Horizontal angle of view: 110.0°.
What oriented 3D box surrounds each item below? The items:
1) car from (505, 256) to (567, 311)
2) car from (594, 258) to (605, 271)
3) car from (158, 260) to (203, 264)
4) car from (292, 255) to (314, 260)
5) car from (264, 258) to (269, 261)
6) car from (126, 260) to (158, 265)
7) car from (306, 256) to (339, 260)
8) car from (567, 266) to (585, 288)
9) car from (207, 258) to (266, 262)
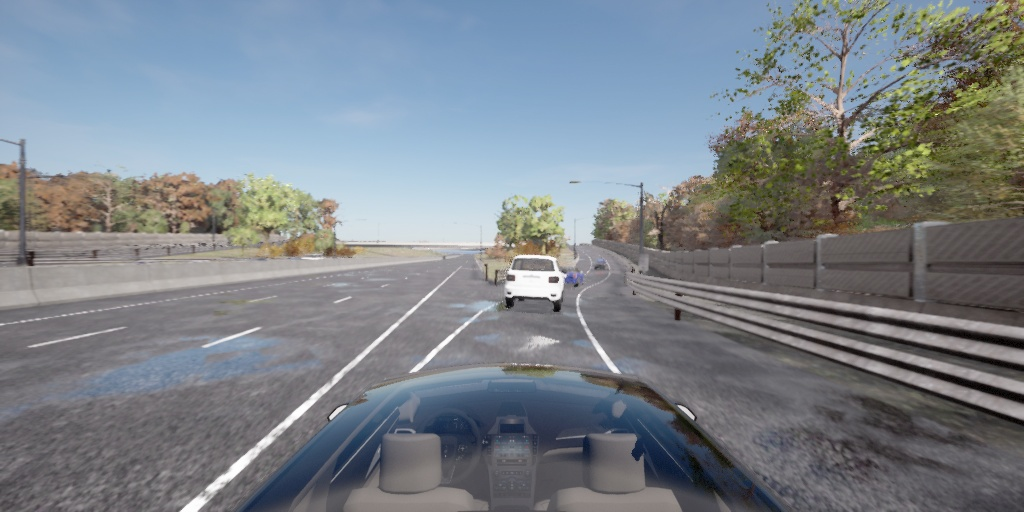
[{"bbox_3d":[1.119,1.087,15.448,2.150,2.045,5.566,2,-2,9],"label":"car"},{"bbox_3d":[15.531,1.741,63.474,1.837,1.490,4.892,1,2,14],"label":"car"},{"bbox_3d":[-28.645,1.062,32.399,1.895,1.301,4.718,1,0,-6],"label":"car"},{"bbox_3d":[-30.600,1.000,51.055,2.033,1.411,5.357,1,0,-6],"label":"car"},{"bbox_3d":[-33.744,0.944,47.359,1.812,1.442,4.674,1,0,-6],"label":"car"},{"bbox_3d":[-32.008,1.028,30.917,1.895,1.301,4.718,1,0,-6],"label":"car"},{"bbox_3d":[-27.147,1.089,51.652,1.895,1.301,4.718,1,0,-6],"label":"car"},{"bbox_3d":[4.872,1.660,30.409,2.097,1.767,4.553,1,-1,19],"label":"car"},{"bbox_3d":[-25.169,1.097,32.795,1.895,1.301,4.718,1,0,-6],"label":"car"}]
